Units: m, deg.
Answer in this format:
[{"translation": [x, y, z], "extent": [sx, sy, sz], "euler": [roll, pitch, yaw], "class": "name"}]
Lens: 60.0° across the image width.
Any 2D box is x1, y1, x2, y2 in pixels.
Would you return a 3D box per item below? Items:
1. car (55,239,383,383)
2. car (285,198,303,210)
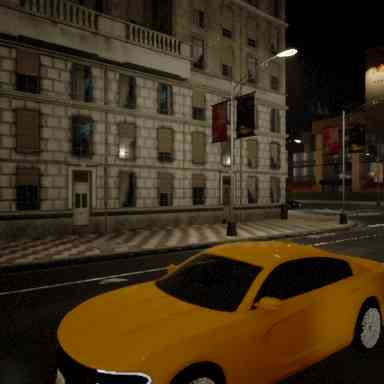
[{"translation": [0.801, 1.477, 4.573], "extent": [5.008, 1.535, 1.882], "euler": [0, 0, -36], "class": "car"}, {"translation": [12.282, 1.491, 44.140], "extent": [2.128, 1.511, 4.902], "euler": [0, 0, -36], "class": "car"}]
